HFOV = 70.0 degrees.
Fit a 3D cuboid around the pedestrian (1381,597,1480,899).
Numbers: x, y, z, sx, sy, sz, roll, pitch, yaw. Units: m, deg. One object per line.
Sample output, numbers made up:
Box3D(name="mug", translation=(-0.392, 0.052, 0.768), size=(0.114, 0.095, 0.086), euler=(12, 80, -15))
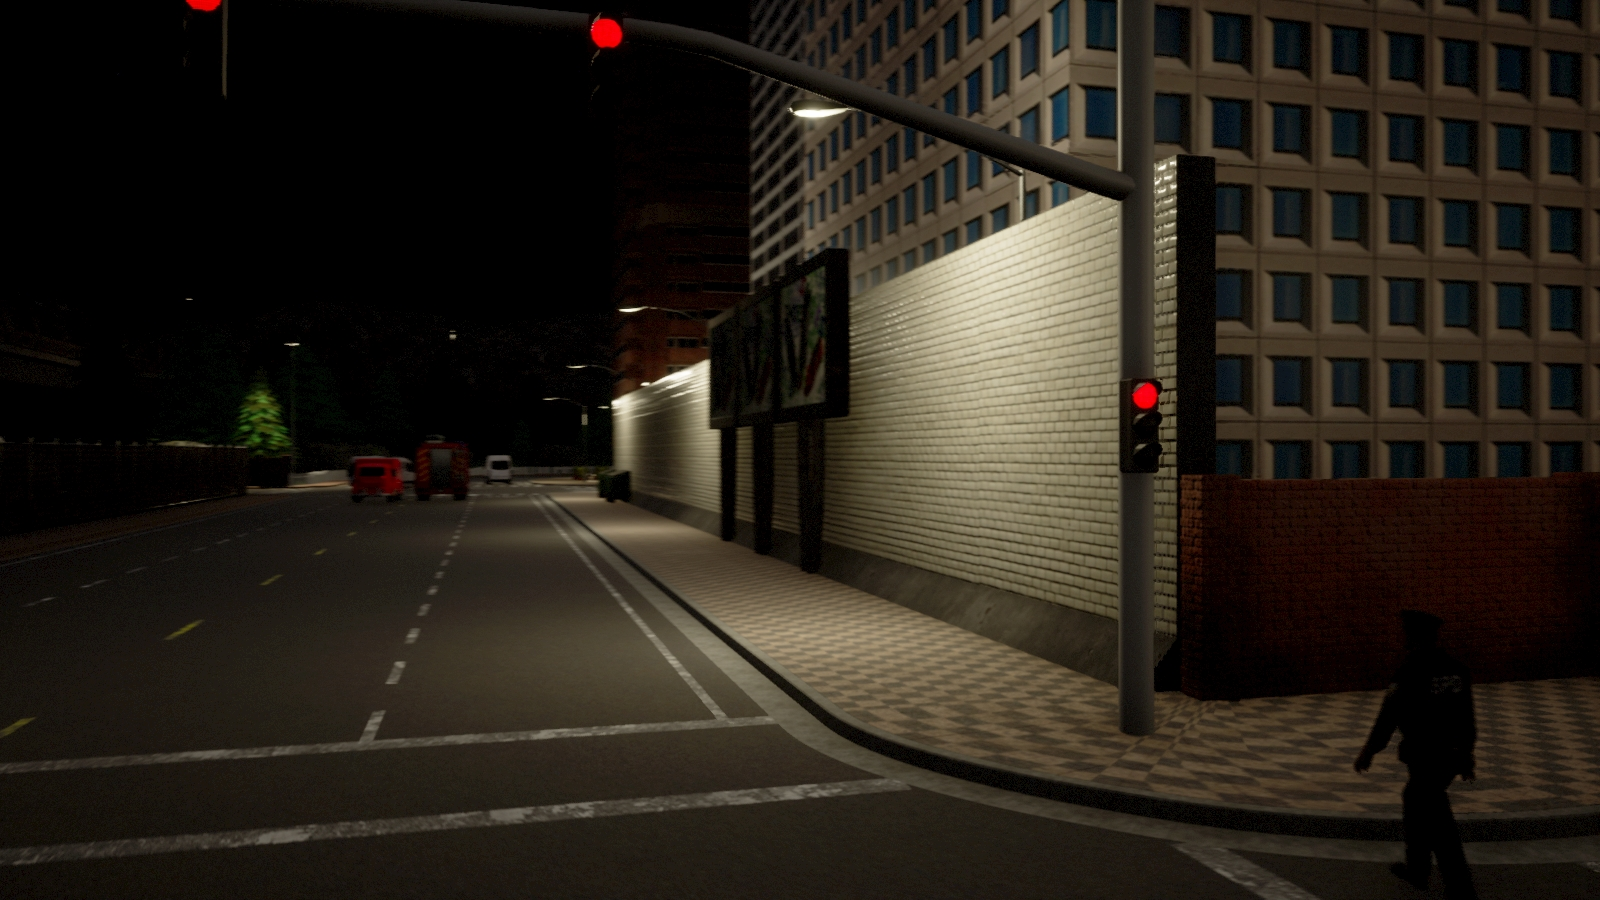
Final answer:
Box3D(name="pedestrian", translation=(3.874, 1.867, 7.032), size=(0.375, 1.860, 0.375), euler=(0, 0, -15))
